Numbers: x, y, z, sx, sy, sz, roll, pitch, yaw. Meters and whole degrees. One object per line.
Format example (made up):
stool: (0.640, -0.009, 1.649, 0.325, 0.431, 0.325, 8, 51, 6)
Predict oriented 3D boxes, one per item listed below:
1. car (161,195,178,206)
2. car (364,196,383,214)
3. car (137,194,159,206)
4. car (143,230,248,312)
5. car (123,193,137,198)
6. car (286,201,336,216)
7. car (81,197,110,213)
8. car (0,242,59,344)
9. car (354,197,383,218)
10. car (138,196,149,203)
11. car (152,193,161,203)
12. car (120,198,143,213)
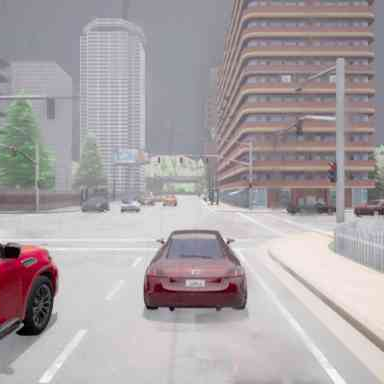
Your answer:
car: (-3.481, 1.350, 54.722, 2.097, 1.767, 4.553, 0, 0, 0)
car: (20.198, 1.295, 34.433, 4.553, 1.767, 2.097, 0, 0, -28)
car: (-7.165, 1.491, 54.220, 2.128, 1.511, 4.902, 0, 0, 0)
car: (0.081, 1.564, 7.819, 1.994, 1.385, 4.181, 0, 0, 1)
car: (-10.662, 1.216, 57.624, 2.150, 2.045, 5.566, 0, 0, 0)
car: (11.376, 1.544, 31.393, 4.718, 1.301, 1.895, 0, 0, -13)
car: (-10.652, 1.349, 36.918, 2.097, 1.767, 4.553, 0, 0, 0)
car: (-3.437, 1.221, 3.539, 2.150, 2.045, 5.566, 0, 0, 0)
car: (16.535, 1.421, 29.129, 5.008, 1.535, 1.882, 0, 0, -20)
car: (-10.608, 1.521, 72.969, 1.812, 1.442, 4.674, 0, 0, 0)
car: (-7.102, 1.523, 69.180, 1.812, 1.442, 4.674, 0, 0, 0)
car: (-6.710, 1.590, 36.299, 1.895, 1.301, 4.718, 0, 0, -6)
